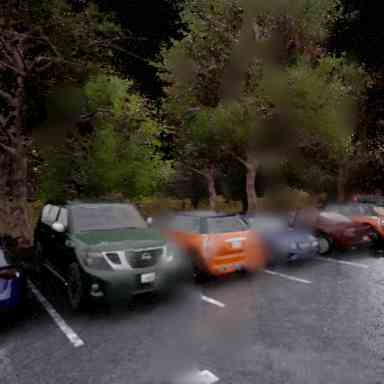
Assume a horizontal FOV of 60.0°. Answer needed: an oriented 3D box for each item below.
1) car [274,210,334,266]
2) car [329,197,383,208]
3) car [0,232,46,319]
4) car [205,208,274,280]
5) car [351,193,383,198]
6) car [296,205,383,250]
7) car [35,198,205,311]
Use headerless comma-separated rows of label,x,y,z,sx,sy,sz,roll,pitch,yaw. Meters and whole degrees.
car,2.128,1.466,11.579,2.002,1.452,4.674,0,0,-35
car,6.682,1.262,14.783,2.185,1.767,4.553,-1,0,-35
car,-4.691,1.510,6.749,2.163,1.488,4.792,0,0,-35
car,-0.121,1.319,9.934,2.185,1.767,4.553,0,0,-35
car,11.216,1.096,18.021,2.435,2.045,5.566,-1,0,-36
car,4.400,1.407,13.189,2.097,1.535,5.008,0,0,-35
car,-2.390,1.212,8.320,2.435,2.045,5.566,0,0,-35
